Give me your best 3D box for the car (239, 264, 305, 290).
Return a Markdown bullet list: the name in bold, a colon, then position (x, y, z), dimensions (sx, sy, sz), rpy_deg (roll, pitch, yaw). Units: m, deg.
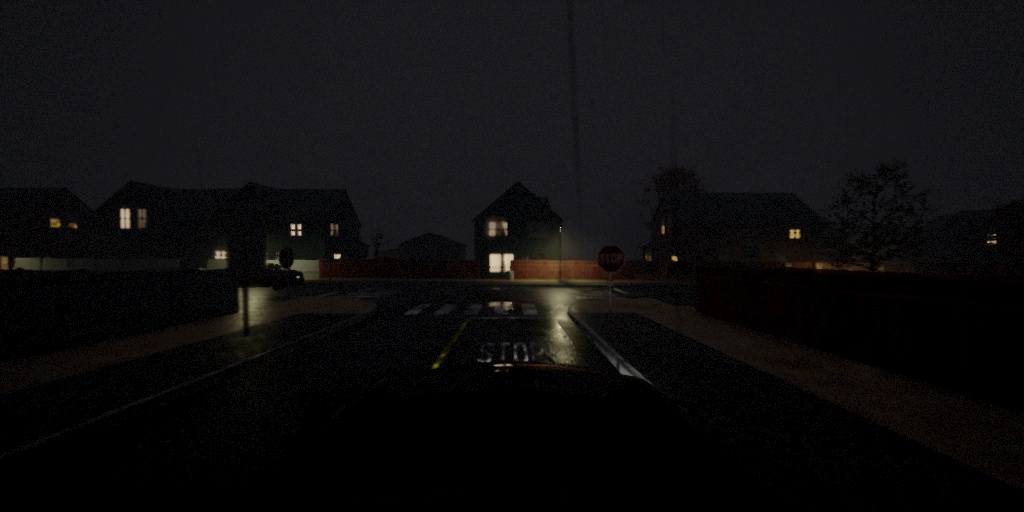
- **car**: position (-14.259, 1.162, 20.520), dimensions (4.181, 1.385, 1.994), rpy_deg (0, 1, -1)
